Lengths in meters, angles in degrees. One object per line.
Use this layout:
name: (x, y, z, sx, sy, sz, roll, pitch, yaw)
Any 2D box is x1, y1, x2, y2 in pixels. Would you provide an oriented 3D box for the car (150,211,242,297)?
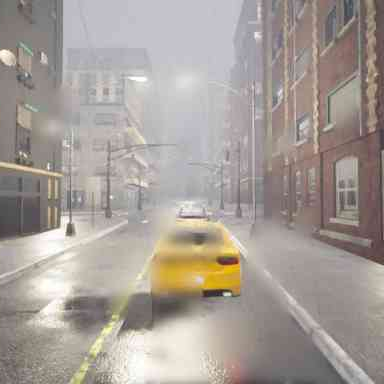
car: (0.089, 1.484, 8.627, 1.882, 1.535, 5.008, 0, 0, 0)

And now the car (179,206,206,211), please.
car: (0.066, 1.509, 17.910, 2.128, 1.511, 4.902, 0, 0, 1)
